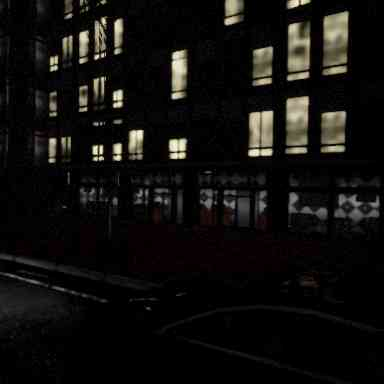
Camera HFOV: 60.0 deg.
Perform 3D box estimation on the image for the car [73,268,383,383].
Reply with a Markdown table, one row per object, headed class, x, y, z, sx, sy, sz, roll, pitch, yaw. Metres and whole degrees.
| class | x | y | z | sx | sy | sz | roll | pitch | yaw |
| --- | --- | --- | --- | --- | --- | --- | --- | --- | --- |
| car | 0.959 | 1.482 | 2.914 | 4.902 | 1.511 | 2.128 | 0 | 0 | 35 |
